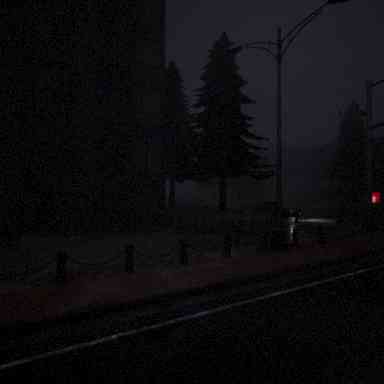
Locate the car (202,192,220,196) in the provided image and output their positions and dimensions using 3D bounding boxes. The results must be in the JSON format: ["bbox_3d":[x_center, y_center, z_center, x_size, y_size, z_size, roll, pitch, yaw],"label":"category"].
[{"bbox_3d":[5.165,1.112,92.444,1.932,1.855,4.605,0,0,-37],"label":"car"}]

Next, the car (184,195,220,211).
[{"bbox_3d":[1.330,1.493,37.662,1.882,1.535,5.008,0,0,-37],"label":"car"}]

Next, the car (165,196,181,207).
[{"bbox_3d":[-3.591,1.616,50.451,1.895,1.301,4.718,0,0,-34],"label":"car"}]

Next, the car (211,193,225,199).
[{"bbox_3d":[7.253,1.092,94.506,1.905,1.878,3.866,0,0,-37],"label":"car"}]

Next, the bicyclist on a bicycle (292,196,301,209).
[{"bbox_3d":[11.472,1.316,36.639,1.656,1.620,0.582,0,0,-37],"label":"bicyclist on a bicycle"}]

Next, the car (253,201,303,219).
[{"bbox_3d":[7.535,1.541,29.475,1.812,1.442,4.674,0,0,-38],"label":"car"}]
